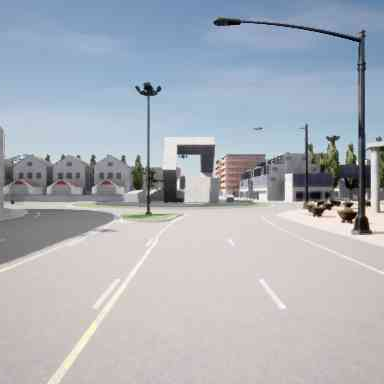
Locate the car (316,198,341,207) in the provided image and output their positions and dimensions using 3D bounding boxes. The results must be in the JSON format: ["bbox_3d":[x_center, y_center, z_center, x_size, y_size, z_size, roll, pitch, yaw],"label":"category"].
[{"bbox_3d":[20.455,1.615,49.835,4.718,1.301,1.895,0,0,-40],"label":"car"}]
